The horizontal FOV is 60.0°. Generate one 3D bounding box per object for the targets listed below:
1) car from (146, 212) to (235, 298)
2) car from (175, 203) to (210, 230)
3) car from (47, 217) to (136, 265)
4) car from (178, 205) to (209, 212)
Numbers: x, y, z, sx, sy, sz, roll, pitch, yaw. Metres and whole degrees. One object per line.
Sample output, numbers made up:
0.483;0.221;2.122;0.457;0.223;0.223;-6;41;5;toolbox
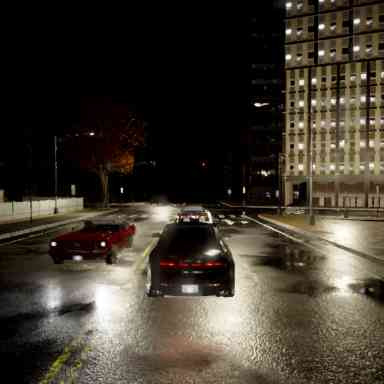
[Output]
-0.020;1.502;8.500;1.837;1.490;4.892;0;0;0;car
0.039;1.544;22.349;2.033;1.411;5.357;0;0;0;car
-3.295;1.597;11.832;1.895;1.301;4.718;0;0;0;car
0.102;1.486;13.324;2.128;1.511;4.902;0;0;0;car
